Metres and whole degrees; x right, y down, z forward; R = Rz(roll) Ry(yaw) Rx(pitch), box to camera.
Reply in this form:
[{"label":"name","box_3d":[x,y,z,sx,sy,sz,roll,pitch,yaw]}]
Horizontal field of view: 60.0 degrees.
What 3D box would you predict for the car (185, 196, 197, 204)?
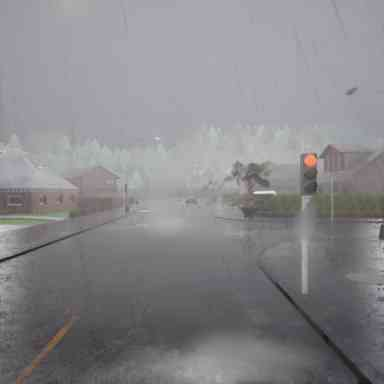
[{"label":"car","box_3d":[-0.105,1.504,61.315,1.837,1.490,4.892,0,0,0]}]
